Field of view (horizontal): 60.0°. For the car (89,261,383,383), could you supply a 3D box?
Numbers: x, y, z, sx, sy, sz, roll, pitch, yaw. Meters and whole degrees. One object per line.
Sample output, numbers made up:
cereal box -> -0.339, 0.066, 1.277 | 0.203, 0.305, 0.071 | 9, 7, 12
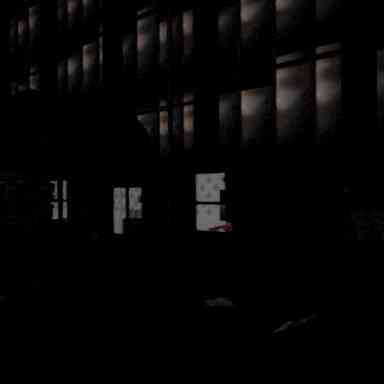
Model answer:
car -> 1.574, 1.316, 1.762 | 5.009, 1.841, 2.192 | 0, 0, 36
